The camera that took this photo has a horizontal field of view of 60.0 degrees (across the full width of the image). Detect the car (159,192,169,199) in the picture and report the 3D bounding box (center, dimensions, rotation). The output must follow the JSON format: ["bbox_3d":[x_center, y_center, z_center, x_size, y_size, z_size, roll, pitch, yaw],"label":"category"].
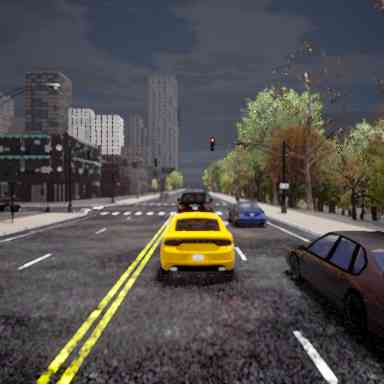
[{"bbox_3d":[-6.161,0.700,73.946,2.128,1.511,4.902,0,1,0],"label":"car"}]

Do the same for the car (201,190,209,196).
[{"bbox_3d":[3.683,0.270,94.791,1.837,1.490,4.892,0,1,0],"label":"car"}]

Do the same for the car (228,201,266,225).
[{"bbox_3d":[3.448,1.308,21.521,2.033,1.411,5.357,0,1,0],"label":"car"}]

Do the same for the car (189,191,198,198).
[{"bbox_3d":[0.384,0.573,84.390,2.128,1.511,4.902,0,1,0],"label":"car"}]

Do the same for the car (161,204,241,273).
[{"bbox_3d":[0.145,1.362,10.294,1.882,1.535,5.008,0,1,0],"label":"car"}]

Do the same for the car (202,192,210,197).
[{"bbox_3d":[3.637,0.639,84.823,1.895,1.301,4.718,0,1,0],"label":"car"}]

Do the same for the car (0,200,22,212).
[{"bbox_3d":[-19.800,1.443,34.054,4.313,1.339,1.947,-1,2,0],"label":"car"}]

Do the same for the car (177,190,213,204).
[{"bbox_3d":[0.197,0.984,21.384,2.150,2.045,5.566,0,1,0],"label":"car"}]

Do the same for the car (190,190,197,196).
[{"bbox_3d":[0.433,0.295,94.806,2.128,1.511,4.902,0,1,0],"label":"car"}]

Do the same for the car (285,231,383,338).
[{"bbox_3d":[3.383,1.475,6.416,2.033,1.411,5.357,0,1,0],"label":"car"}]
